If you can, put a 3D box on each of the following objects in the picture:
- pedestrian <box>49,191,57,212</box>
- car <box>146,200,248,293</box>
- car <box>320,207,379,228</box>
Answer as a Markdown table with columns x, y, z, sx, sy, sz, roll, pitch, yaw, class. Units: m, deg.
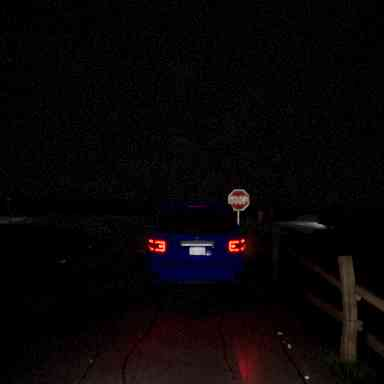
| x | y | z | sx | sy | sz | roll | pitch | yaw | class |
| --- | --- | --- | --- | --- | --- | --- | --- | --- | --- |
| -12.080 | 0.778 | 28.947 | 0.375 | 1.860 | 0.375 | 0 | 1 | 0 | pedestrian |
| 0.083 | 1.214 | 8.992 | 2.150 | 2.045 | 5.566 | 0 | 0 | 0 | car |
| 12.191 | 1.913 | 25.780 | 4.181 | 1.385 | 1.994 | 2 | 3 | -2 | car |
